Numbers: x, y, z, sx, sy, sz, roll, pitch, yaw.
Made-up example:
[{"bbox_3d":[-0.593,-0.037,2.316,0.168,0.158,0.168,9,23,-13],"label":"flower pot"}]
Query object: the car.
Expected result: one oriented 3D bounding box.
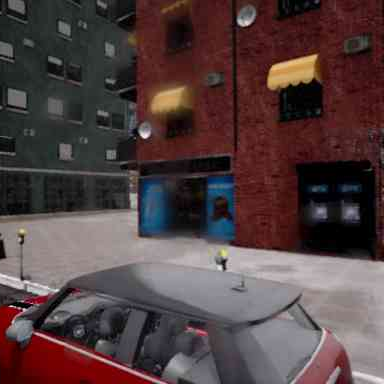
[{"bbox_3d":[-0.660,1.466,3.347,4.097,1.590,1.967,-1,-1,35],"label":"car"}]
